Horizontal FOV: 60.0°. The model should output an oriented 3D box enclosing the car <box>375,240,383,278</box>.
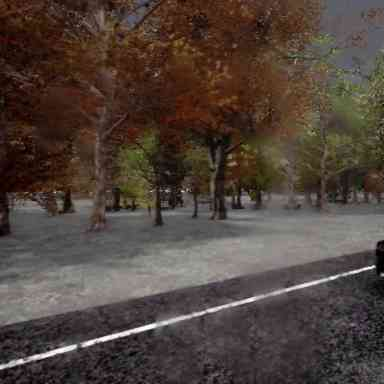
[{"bbox_3d":[6.634,1.449,8.477,5.008,1.535,1.882,0,0,-35],"label":"car"}]
